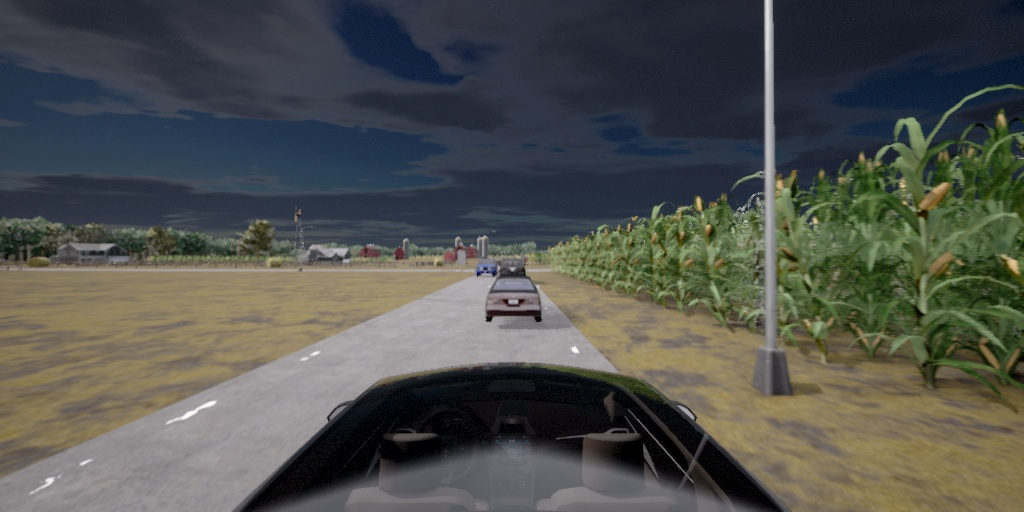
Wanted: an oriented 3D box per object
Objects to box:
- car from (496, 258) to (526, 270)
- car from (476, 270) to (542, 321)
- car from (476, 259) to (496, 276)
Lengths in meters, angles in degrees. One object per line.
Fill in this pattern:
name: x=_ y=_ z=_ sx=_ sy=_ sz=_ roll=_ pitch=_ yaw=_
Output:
car: x=0.059 y=1.228 z=30.891 sx=2.150 sy=2.045 sz=5.566 roll=0 pitch=-1 yaw=0
car: x=0.058 y=1.401 z=12.959 sx=2.033 sy=1.411 sz=5.357 roll=0 pitch=0 yaw=0
car: x=-2.868 y=1.323 z=41.082 sx=2.150 sy=2.045 sz=5.566 roll=0 pitch=0 yaw=0
